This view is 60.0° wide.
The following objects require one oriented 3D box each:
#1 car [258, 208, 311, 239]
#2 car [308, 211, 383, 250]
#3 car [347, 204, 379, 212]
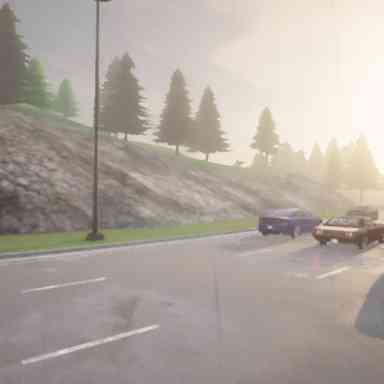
[{"bbox_3d":[5.629,1.641,18.565,1.882,1.535,5.008,0,0,43],"label":"car"},{"bbox_3d":[7.431,1.759,15.365,1.895,1.301,4.718,0,0,44],"label":"car"},{"bbox_3d":[15.120,1.817,29.387,1.837,1.490,4.892,0,0,41],"label":"car"}]
